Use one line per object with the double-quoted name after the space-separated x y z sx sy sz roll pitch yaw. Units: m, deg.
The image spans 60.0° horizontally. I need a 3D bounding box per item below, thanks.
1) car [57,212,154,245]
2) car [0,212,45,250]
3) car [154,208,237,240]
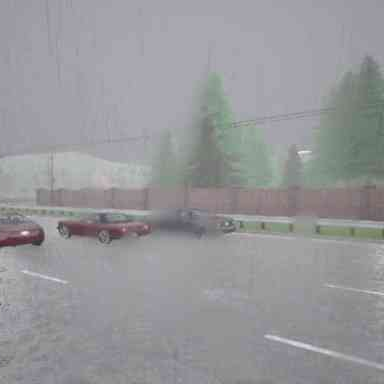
-4.272 1.594 15.589 4.718 1.301 1.895 0 0 36 "car"
-8.086 1.556 14.022 4.181 1.385 1.994 0 0 36 "car"
-0.390 1.542 17.098 5.357 1.411 2.033 0 0 36 "car"
